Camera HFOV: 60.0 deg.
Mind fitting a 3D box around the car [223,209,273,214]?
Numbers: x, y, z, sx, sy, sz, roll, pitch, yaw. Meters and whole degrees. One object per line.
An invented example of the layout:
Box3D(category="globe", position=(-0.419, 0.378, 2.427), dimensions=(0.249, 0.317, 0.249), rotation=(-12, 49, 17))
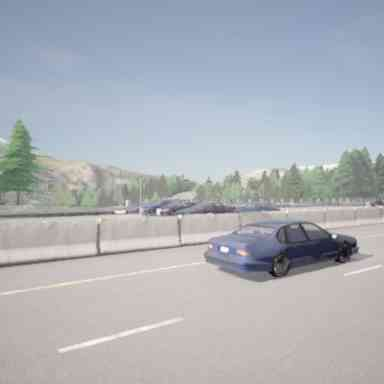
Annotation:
Box3D(category="car", position=(4.742, 1.543, 24.563), dimensions=(4.181, 1.385, 1.994), rotation=(0, 0, -35))

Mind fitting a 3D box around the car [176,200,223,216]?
Box3D(category="car", position=(1.232, 1.528, 26.363), dimensions=(5.357, 1.411, 2.033), rotation=(0, 0, -35))

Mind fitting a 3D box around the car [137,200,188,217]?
Box3D(category="car", position=(-2.777, 1.506, 32.099), dimensions=(4.674, 1.442, 1.812), rotation=(0, 0, -35))

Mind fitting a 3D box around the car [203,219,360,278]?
Box3D(category="car", position=(2.885, 1.538, 10.102), dimensions=(5.357, 1.411, 2.033), rotation=(0, 0, -35))
